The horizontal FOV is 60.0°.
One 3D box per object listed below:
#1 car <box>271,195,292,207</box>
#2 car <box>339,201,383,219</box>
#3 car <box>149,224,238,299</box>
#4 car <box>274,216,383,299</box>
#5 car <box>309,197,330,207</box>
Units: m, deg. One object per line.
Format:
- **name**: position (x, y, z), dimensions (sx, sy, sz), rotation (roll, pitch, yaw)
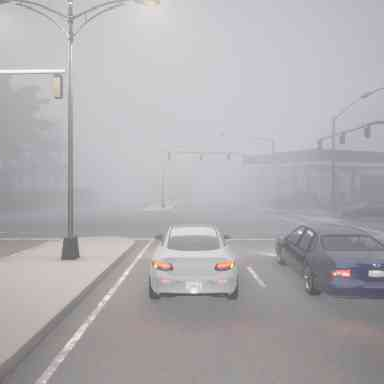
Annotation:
- **car**: position (12.882, 1.295, 47.935), dimensions (2.242, 1.667, 4.611), rotation (0, 0, 0)
- **car**: position (14.744, 1.526, 27.801), dimensions (4.674, 1.442, 1.812), rotation (0, 0, -1)
- **car**: position (0.029, 1.526, 8.303), dimensions (1.812, 1.442, 4.674), rotation (0, 0, 0)
- **car**: position (3.508, 1.547, 8.611), dimensions (2.033, 1.411, 5.357), rotation (0, 0, 3)
- **car**: position (18.622, 1.456, 48.737), dimensions (1.970, 1.475, 3.806), rotation (0, 0, 0)
